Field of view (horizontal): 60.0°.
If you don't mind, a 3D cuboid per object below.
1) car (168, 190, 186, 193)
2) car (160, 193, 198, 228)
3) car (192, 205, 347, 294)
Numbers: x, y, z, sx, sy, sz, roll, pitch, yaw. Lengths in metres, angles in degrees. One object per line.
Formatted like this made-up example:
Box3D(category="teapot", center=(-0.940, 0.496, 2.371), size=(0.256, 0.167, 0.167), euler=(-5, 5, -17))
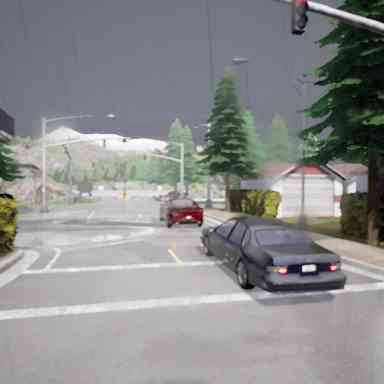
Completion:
Box3D(category="car", center=(-2.793, 0.425, 70.408), size=(4.902, 1.511, 2.128), euler=(0, 1, -13))
Box3D(category="car", center=(-0.708, 1.070, 19.137), size=(1.882, 1.535, 5.008), euler=(-1, 2, -13))
Box3D(category="car", center=(1.686, 1.372, 8.820), size=(2.033, 1.411, 5.357), euler=(0, 3, -13))
